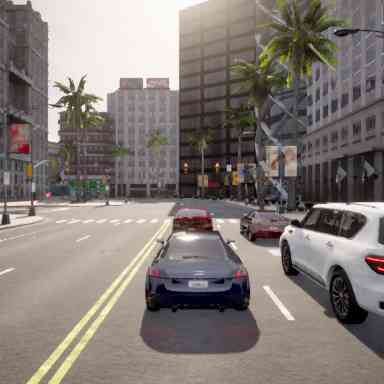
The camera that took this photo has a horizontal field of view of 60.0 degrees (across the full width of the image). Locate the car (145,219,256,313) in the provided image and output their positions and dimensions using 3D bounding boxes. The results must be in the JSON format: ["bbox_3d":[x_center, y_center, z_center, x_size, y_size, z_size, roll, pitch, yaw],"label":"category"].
[{"bbox_3d":[0.087,1.562,7.770,1.994,1.385,4.181,0,0,-1],"label":"car"}]

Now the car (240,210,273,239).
[{"bbox_3d":[3.593,1.564,16.635,1.994,1.385,4.181,0,0,0],"label":"car"}]

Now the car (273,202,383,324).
[{"bbox_3d":[3.599,1.221,7.270,2.150,2.045,5.566,0,0,0],"label":"car"}]

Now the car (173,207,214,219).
[{"bbox_3d":[0.086,1.478,16.756,1.882,1.535,5.008,0,0,2],"label":"car"}]
